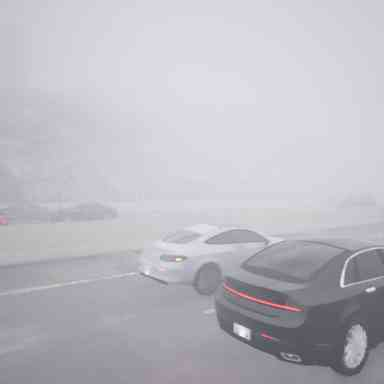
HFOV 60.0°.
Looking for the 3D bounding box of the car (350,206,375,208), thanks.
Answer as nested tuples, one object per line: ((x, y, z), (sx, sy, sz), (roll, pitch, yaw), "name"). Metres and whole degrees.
((19.567, 1.223, 39.428), (5.566, 2.045, 2.150), (0, 0, -35), "car")

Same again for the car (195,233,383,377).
((2.603, 1.505, 5.601), (4.892, 1.490, 1.837), (0, 0, -36), "car")

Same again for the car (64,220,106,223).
((-7.843, 1.505, 24.192), (4.892, 1.490, 1.837), (0, 0, -35), "car")

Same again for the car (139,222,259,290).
((0.897, 1.526, 8.684), (4.674, 1.442, 1.812), (0, 0, -35), "car")
